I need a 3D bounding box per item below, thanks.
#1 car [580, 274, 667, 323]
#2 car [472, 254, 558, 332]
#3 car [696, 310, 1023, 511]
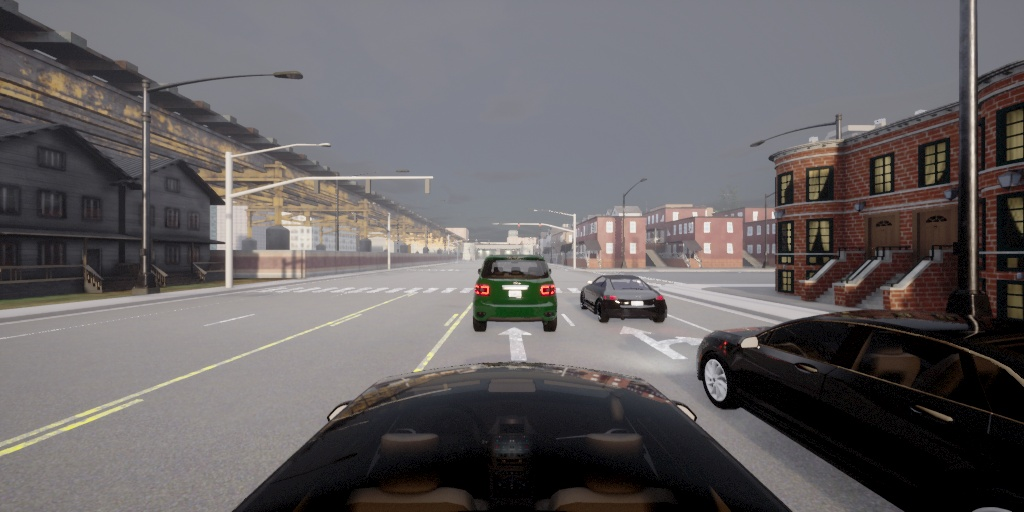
[{"bbox_3d":[3.582,1.314,12.192,1.994,1.385,4.181,0,0,1],"label":"car"},{"bbox_3d":[0.083,0.971,11.021,2.150,2.045,5.566,0,0,0],"label":"car"},{"bbox_3d":[3.599,1.255,3.279,1.837,1.490,4.892,0,0,0],"label":"car"}]
